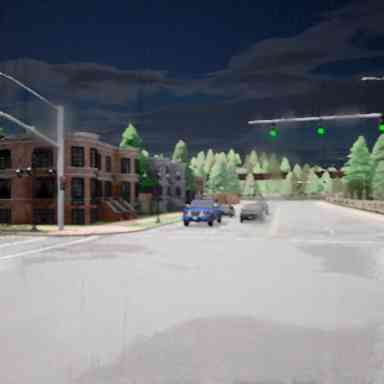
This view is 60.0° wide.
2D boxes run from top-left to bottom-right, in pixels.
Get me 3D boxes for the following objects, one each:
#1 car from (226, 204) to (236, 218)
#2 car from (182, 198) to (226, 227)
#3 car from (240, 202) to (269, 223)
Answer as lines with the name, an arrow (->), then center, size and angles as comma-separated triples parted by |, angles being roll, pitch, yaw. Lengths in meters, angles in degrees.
car -> 3.419, 1.950, 35.175 | 1.994, 1.385, 4.181 | -1, -1, 15
car -> 0.947, 1.520, 26.112 | 2.150, 2.045, 5.566 | -1, -1, 15
car -> 5.253, 1.772, 28.535 | 1.882, 1.535, 5.008 | -1, -1, 16
